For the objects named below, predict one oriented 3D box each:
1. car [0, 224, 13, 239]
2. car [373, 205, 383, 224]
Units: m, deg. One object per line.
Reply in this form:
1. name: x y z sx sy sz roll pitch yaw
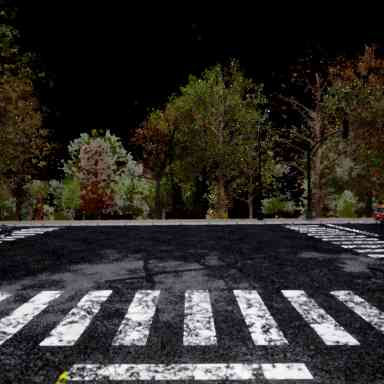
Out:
1. car: -11.037 1.625 14.823 5.357 1.411 2.033 -1 -1 1
2. car: 14.634 1.126 21.157 5.566 2.045 2.150 -1 -1 1
